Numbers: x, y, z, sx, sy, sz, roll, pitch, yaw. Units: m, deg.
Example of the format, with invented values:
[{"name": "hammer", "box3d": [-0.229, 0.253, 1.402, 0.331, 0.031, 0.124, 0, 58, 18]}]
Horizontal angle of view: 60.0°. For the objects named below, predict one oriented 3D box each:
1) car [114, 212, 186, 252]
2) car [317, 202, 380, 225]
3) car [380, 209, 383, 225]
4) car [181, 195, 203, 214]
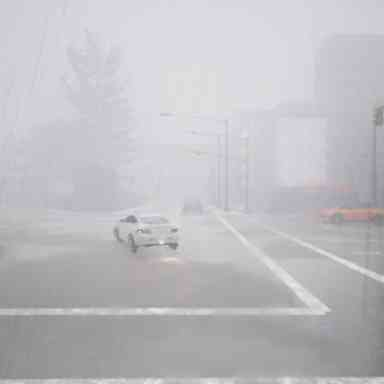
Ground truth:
[{"name": "car", "box3d": [-2.019, 1.585, 14.242, 1.812, 1.442, 4.674, 1, 0, -23]}, {"name": "car", "box3d": [11.901, 1.517, 25.053, 4.553, 1.767, 2.097, 1, 0, 0]}, {"name": "car", "box3d": [15.769, 1.417, 21.577, 5.566, 2.045, 2.150, 1, 0, 0]}, {"name": "car", "box3d": [0.102, 1.456, 37.699, 2.097, 1.767, 4.553, 0, 0, 0]}]
